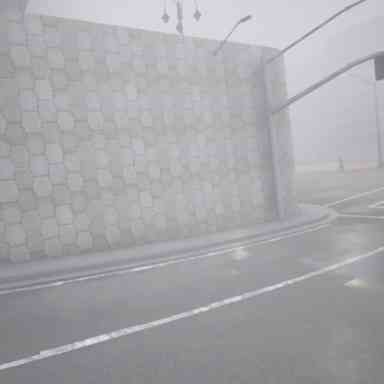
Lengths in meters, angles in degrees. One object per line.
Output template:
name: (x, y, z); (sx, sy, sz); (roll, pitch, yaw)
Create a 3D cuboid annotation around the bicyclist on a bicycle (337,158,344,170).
bicyclist on a bicycle: (20.047, -3.839, 44.896); (1.656, 1.620, 0.582); (-11, 6, -35)
